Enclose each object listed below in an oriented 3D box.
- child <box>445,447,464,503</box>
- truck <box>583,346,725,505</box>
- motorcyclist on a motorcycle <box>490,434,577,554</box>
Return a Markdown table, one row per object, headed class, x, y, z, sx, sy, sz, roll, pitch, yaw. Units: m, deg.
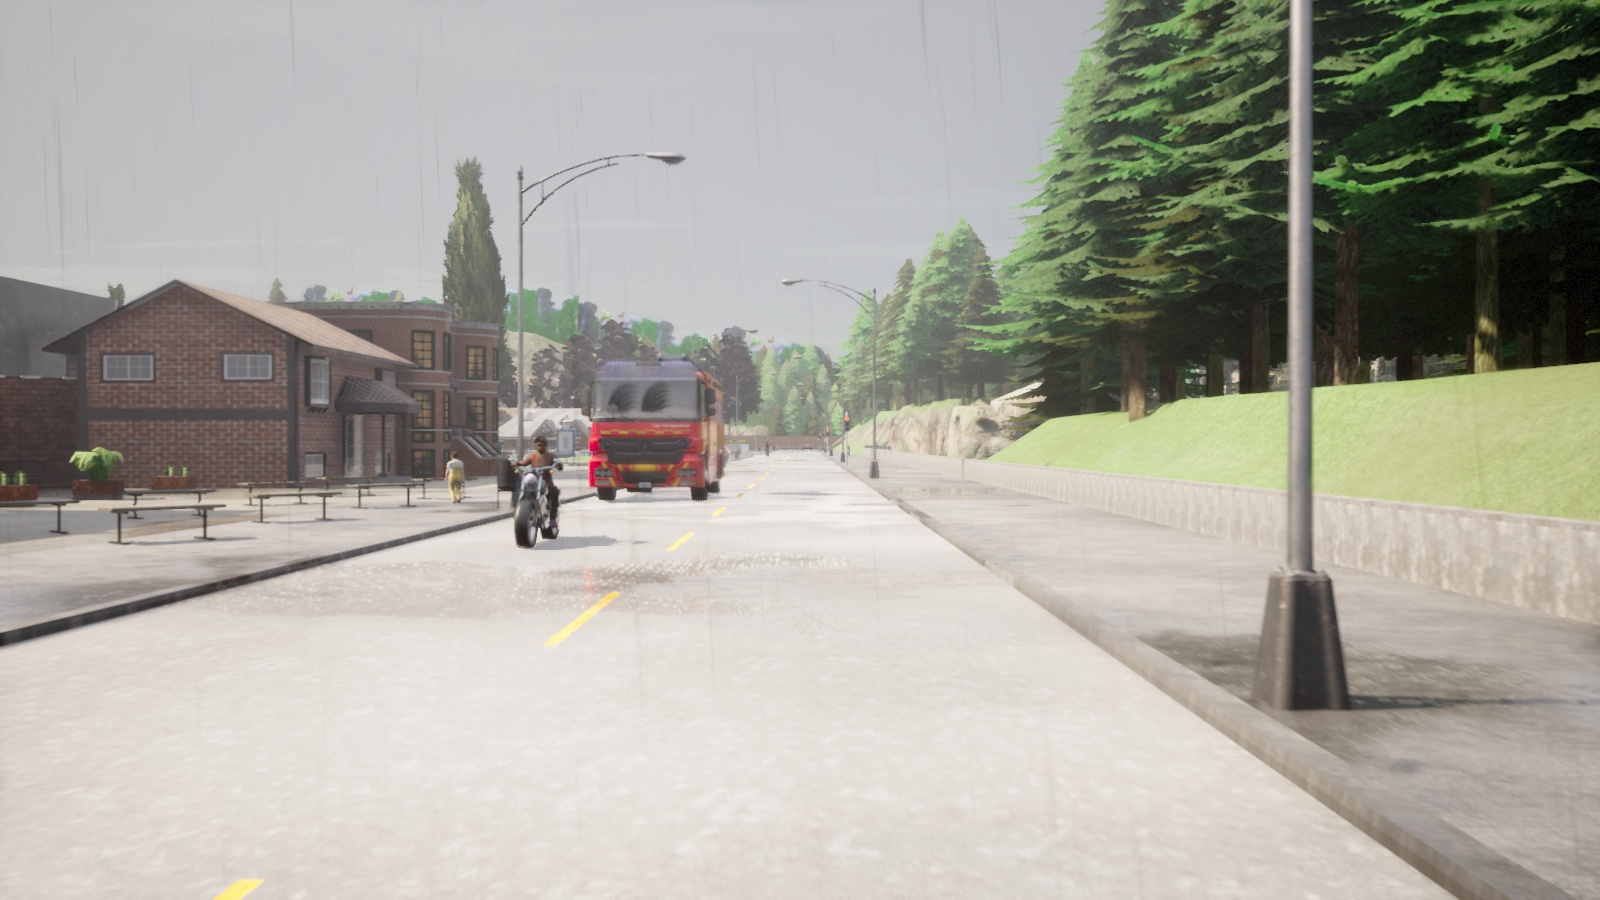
| class | x | y | z | sx | sy | sz | roll | pitch | yaw |
| --- | --- | --- | --- | --- | --- | --- | --- | --- | --- |
| child | -7.911 | 0.568 | 28.760 | 0.270 | 1.263 | 0.437 | 0 | 0 | -39 |
| truck | -3.783 | -0.616 | 34.636 | 2.891 | 3.827 | 8.468 | 0 | 0 | 0 |
| motorcyclist on a motorcycle | -3.879 | 0.590 | 18.453 | 0.766 | 1.649 | 2.350 | 0 | 0 | 0 |
